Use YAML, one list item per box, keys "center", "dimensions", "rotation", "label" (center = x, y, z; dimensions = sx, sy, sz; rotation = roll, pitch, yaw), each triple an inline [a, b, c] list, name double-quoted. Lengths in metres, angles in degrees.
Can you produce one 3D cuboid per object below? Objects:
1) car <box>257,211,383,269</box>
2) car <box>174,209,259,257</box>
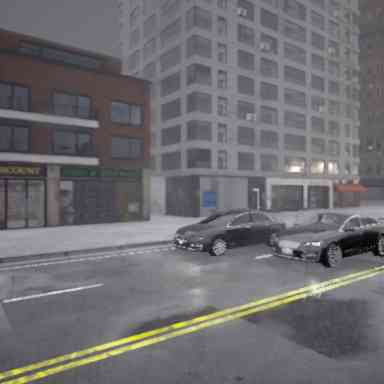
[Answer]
- center: [4.750, 1.430, 11.067]
  dimensions: [4.902, 1.511, 2.128]
  rotation: [0, 0, -35]
  label: "car"
- center: [1.593, 1.453, 12.807]
  dimensions: [4.892, 1.490, 1.837]
  rotation: [0, 0, -36]
  label: "car"
